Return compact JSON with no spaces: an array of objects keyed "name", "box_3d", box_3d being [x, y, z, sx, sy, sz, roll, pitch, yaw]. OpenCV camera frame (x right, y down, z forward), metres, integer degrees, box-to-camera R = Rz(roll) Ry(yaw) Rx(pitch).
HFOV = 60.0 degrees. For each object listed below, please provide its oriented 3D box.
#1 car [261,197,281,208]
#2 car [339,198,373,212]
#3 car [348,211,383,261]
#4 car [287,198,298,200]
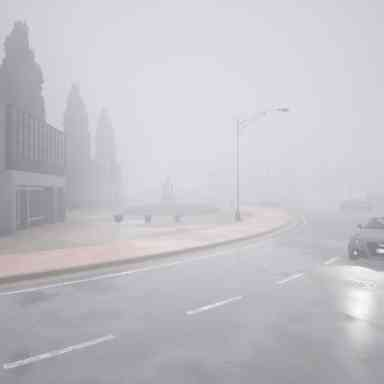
[{"name":"car","box_3d":[11.386,1.525,48.173,1.812,1.442,4.674,0,0,-5]},{"name":"car","box_3d":[19.263,1.492,39.220,2.128,1.511,4.902,0,0,-3]},{"name":"car","box_3d":[6.779,1.564,11.418,1.994,1.385,4.181,0,0,36]},{"name":"car","box_3d":[14.683,1.167,50.851,1.994,1.385,4.181,0,0,-5]}]
